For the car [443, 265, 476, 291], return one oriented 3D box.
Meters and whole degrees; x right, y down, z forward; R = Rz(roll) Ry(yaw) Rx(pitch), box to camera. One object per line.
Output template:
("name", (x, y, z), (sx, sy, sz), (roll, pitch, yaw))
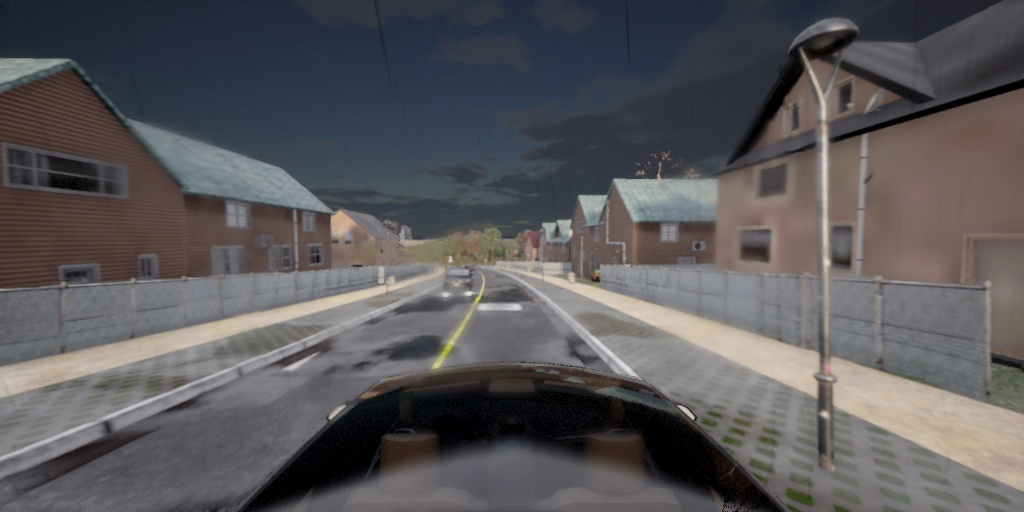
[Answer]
("car", (-3.517, 1.539, 24.358), (1.812, 1.442, 4.674), (0, -1, -3))
